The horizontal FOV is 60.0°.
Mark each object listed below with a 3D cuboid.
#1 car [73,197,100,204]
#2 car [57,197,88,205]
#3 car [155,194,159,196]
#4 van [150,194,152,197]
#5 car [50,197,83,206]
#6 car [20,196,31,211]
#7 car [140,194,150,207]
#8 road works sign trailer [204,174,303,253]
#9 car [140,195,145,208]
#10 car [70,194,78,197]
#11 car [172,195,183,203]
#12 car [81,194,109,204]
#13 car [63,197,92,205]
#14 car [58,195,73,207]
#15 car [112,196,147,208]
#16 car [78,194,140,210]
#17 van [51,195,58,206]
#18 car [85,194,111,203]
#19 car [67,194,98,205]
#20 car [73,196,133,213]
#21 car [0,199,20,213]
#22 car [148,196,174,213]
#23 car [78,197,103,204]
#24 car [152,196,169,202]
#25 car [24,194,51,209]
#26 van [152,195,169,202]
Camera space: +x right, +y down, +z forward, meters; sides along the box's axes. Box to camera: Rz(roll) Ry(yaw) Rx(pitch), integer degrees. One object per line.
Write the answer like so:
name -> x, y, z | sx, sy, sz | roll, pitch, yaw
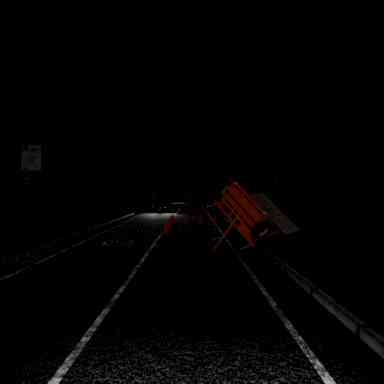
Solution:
car -> -21.944, 1.741, 69.483 | 5.008, 1.535, 2.097 | 0, -1, 0
car -> -21.908, 1.689, 61.128 | 4.792, 1.488, 2.163 | 0, -1, 0
car -> -8.849, 1.634, 58.476 | 5.008, 1.535, 2.097 | 0, -1, 0
van -> -8.730, 1.332, 50.068 | 4.442, 1.987, 1.878 | 0, -1, 0
car -> -21.928, 1.634, 58.343 | 5.008, 1.535, 2.097 | 0, -1, 0
car -> -21.926, 1.513, 38.851 | 4.674, 1.452, 2.002 | 0, 0, 0
car -> -8.872, 1.259, 44.464 | 5.566, 2.045, 2.435 | 0, 0, 0
road works sign trailer -> 2.367, 1.056, 12.647 | 3.560, 2.880, 2.380 | -5, 45, -44
car -> -8.849, 1.490, 41.656 | 4.892, 1.521, 2.231 | 0, 0, 0
car -> -21.745, 1.605, 55.557 | 5.366, 1.575, 1.946 | 0, -1, 0
car -> -3.249, 1.974, 81.502 | 1.994, 1.385, 4.181 | 0, -1, 0
car -> -21.927, 1.552, 75.054 | 5.566, 2.045, 2.435 | 0, -1, 0
car -> -21.970, 1.714, 63.913 | 4.792, 1.488, 2.163 | 0, -1, 0
car -> -21.925, 1.623, 52.772 | 4.674, 1.452, 2.002 | 0, -1, 0
car -> -8.813, 1.407, 47.263 | 4.553, 1.767, 2.185 | 0, -1, 0
car -> -8.874, 1.208, 36.054 | 5.566, 2.045, 2.435 | 0, 0, 0
van -> -22.040, 1.307, 47.202 | 4.442, 1.987, 1.878 | 0, 0, 0
car -> -21.932, 1.585, 77.715 | 5.566, 2.045, 2.435 | 0, -1, 0
car -> -21.917, 1.460, 66.699 | 5.566, 2.045, 2.435 | 0, -1, 0
car -> -8.841, 1.450, 33.251 | 4.892, 1.521, 2.231 | 0, 0, 0
car -> -21.930, 1.458, 36.065 | 5.008, 1.535, 2.097 | 0, 0, 0
car -> -3.249, 1.486, 36.124 | 1.837, 1.490, 4.892 | 0, 0, 0
car -> -21.950, 1.810, 72.143 | 4.674, 1.452, 2.002 | 0, -1, 0
car -> -8.935, 1.921, 94.915 | 4.553, 1.767, 2.185 | 0, -1, 0
car -> -21.892, 1.385, 44.421 | 4.553, 1.767, 2.185 | 0, 0, 0
van -> -8.783, 1.786, 92.113 | 4.442, 1.987, 1.878 | 0, -1, 0
